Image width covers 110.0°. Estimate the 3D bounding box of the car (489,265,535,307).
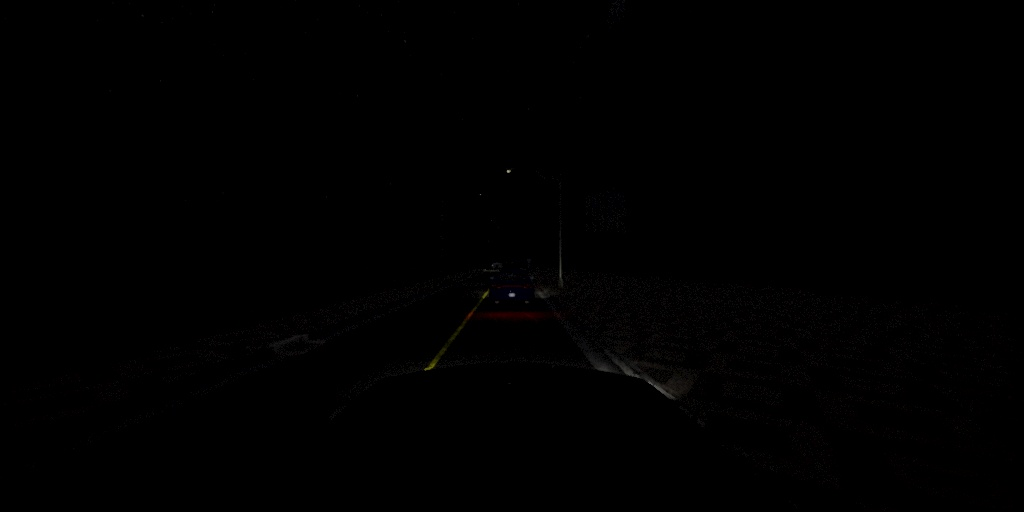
[{"bbox_3d":[0.006,1.373,16.343,1.882,1.535,5.008,0,0,0],"label":"car"}]
